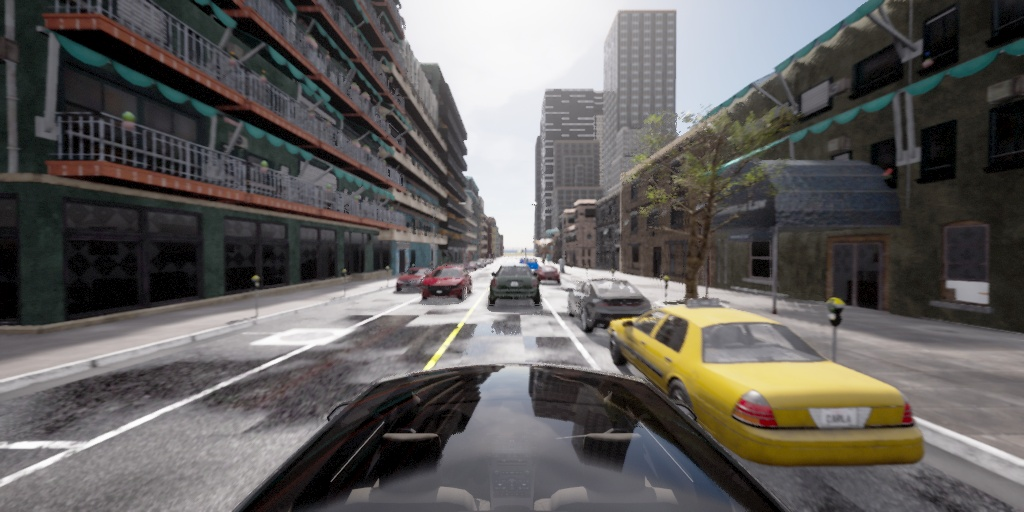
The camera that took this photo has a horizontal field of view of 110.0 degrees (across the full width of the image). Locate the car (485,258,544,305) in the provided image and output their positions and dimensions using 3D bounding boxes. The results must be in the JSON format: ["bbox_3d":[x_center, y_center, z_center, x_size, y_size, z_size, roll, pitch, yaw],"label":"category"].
[{"bbox_3d":[0.101,1.126,16.238,2.097,1.767,4.553,0,0,0],"label":"car"}]

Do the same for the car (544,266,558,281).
[{"bbox_3d":[2.694,1.374,27.379,1.802,1.307,4.207,0,0,0],"label":"car"}]

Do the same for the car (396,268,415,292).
[{"bbox_3d":[-5.688,1.365,21.755,1.802,1.307,4.207,0,0,0],"label":"car"}]

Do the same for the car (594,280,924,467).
[{"bbox_3d":[2.681,1.282,5.230,1.751,1.417,4.829,0,0,0],"label":"car"}]

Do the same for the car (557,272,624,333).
[{"bbox_3d":[2.695,1.316,10.639,2.007,1.370,4.403,0,0,0],"label":"car"}]

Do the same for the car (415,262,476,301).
[{"bbox_3d":[-3.092,1.255,17.746,1.882,1.535,5.008,0,0,0],"label":"car"}]

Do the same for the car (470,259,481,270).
[{"bbox_3d":[-5.684,1.402,49.657,1.802,1.307,4.207,0,0,0],"label":"car"}]

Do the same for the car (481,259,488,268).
[{"bbox_3d":[-5.682,1.383,60.819,2.007,1.370,4.403,0,0,0],"label":"car"}]
